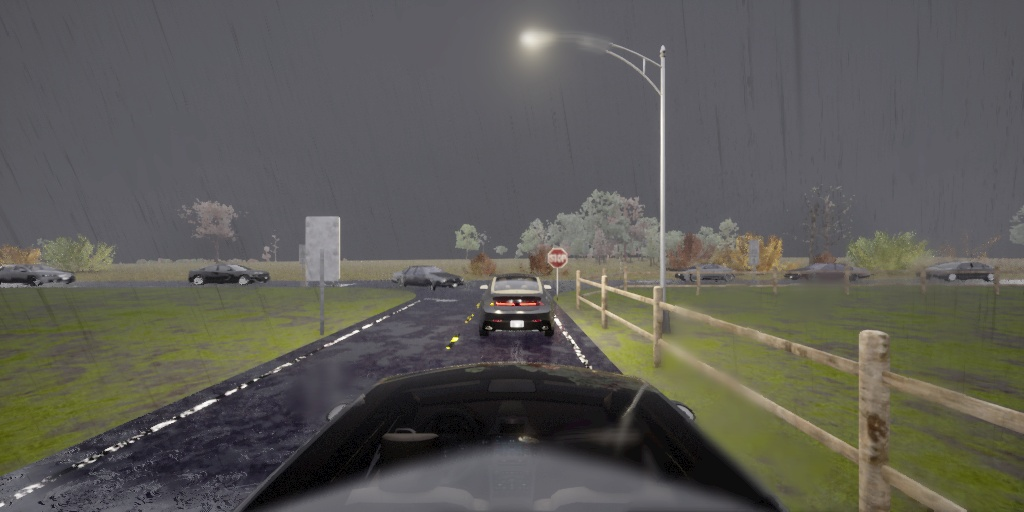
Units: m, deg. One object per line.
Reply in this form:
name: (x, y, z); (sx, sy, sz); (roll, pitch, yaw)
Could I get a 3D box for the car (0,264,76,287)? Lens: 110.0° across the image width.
car: (-33.888, 1.334, 25.278); (4.902, 1.511, 2.128); (0, 0, 0)

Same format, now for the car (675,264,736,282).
car: (14.936, 1.272, 27.771); (4.181, 1.385, 1.994); (0, 0, 0)

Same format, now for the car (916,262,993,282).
car: (34.213, 1.180, 27.581); (4.892, 1.490, 1.837); (0, 0, 1)

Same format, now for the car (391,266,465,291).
car: (-5.296, 1.305, 22.184); (5.357, 1.411, 2.033); (0, 0, 39)

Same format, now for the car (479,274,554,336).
car: (0.113, 1.255, 10.359); (1.837, 1.490, 4.892); (0, 0, 0)

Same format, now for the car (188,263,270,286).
car: (-19.738, 1.278, 25.143); (5.008, 1.535, 1.882); (0, 0, 1)

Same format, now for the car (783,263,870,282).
car: (24.232, 1.236, 27.681); (5.357, 1.411, 2.033); (0, 0, 1)
